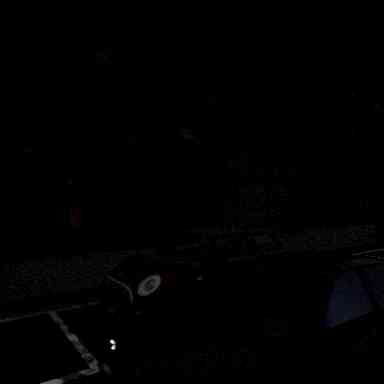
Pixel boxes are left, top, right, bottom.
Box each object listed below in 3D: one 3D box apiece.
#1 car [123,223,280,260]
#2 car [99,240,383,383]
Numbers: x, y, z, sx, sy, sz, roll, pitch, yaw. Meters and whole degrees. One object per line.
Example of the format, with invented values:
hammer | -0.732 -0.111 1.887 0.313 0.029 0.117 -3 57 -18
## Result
car | 0.274 1.476 6.728 4.097 1.590 1.967 1 0 -35
car | 1.611 1.582 4.523 5.357 1.411 2.033 1 0 -35
